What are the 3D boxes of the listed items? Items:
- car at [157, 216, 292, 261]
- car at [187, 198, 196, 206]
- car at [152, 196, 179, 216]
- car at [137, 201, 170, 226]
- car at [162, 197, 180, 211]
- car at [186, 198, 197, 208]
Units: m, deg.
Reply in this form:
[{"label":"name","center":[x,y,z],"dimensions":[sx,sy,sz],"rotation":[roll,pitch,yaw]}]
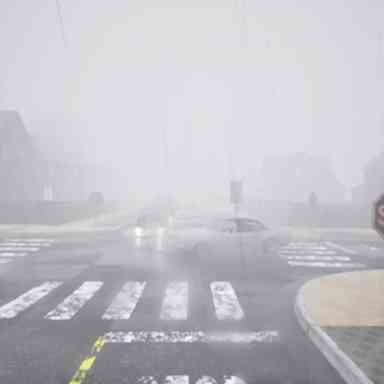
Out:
[{"label":"car","center":[1.322,1.657,12.451],"dimensions":[4.718,1.301,1.895],"rotation":[0,0,-26]},{"label":"car","center":[-0.099,2.023,66.787],"dimensions":[1.837,1.490,4.892],"rotation":[0,-1,0]},{"label":"car","center":[-2.895,1.408,35.202],"dimensions":[2.150,2.045,5.566],"rotation":[0,0,0]},{"label":"car","center":[-2.886,1.640,24.735],"dimensions":[1.812,1.442,4.674],"rotation":[0,0,0]},{"label":"car","center":[-2.896,1.642,46.815],"dimensions":[2.097,1.767,4.553],"rotation":[0,-1,0]},{"label":"car","center":[-0.083,1.962,56.778],"dimensions":[1.994,1.385,4.181],"rotation":[0,-1,0]}]
